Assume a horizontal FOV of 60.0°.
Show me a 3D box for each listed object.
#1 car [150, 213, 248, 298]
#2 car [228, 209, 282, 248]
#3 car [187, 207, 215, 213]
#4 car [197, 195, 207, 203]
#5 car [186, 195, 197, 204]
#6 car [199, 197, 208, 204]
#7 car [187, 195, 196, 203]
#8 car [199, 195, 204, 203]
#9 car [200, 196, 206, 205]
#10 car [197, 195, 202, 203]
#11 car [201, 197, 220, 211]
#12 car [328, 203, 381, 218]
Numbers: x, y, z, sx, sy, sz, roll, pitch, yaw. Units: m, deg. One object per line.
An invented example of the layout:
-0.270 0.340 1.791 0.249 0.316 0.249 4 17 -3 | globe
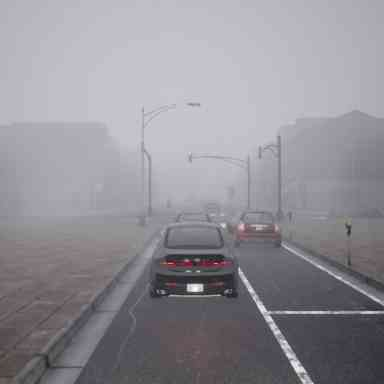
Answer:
0.020 1.512 8.519 1.837 1.490 4.892 0 0 -1 | car
2.626 1.457 14.915 1.967 1.590 4.097 2 0 0 | car
0.056 1.619 15.995 1.895 1.301 4.718 0 0 0 | car
2.477 1.735 79.726 2.192 1.841 5.009 1 -1 0 | car
-0.151 1.570 72.208 2.150 2.045 5.566 0 -1 0 | car
2.485 1.892 74.456 1.752 1.417 4.829 1 -1 0 | car
-0.188 1.676 82.617 2.150 2.045 5.566 0 -1 0 | car
2.535 1.703 52.706 1.752 1.417 4.829 1 0 0 | car
2.547 1.705 47.099 1.947 1.339 4.313 1 0 0 | car
2.509 1.830 63.411 1.947 1.339 4.313 1 -1 0 | car
2.560 1.672 41.662 1.947 1.339 4.313 1 0 0 | car
14.496 1.631 29.770 4.181 1.385 1.994 0 -2 0 | car
